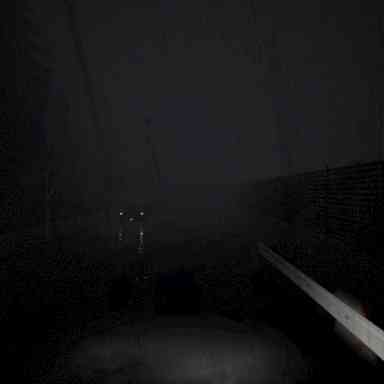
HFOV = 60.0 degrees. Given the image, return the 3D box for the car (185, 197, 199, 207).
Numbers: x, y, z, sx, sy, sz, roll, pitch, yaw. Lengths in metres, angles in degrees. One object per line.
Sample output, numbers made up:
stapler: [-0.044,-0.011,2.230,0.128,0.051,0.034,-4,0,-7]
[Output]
car: [-0.026,1.458,48.895,2.033,1.411,5.357,0,0,-4]

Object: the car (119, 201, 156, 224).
car: [-4.101,1.555,24.776,1.895,1.301,4.718,0,0,0]

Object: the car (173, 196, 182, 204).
car: [-3.921,1.372,58.587,5.008,1.535,1.882,0,0,40]

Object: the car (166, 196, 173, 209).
car: [-4.015,1.482,44.524,1.994,1.385,4.181,0,0,0]

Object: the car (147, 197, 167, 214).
car: [-4.065,1.484,34.538,2.033,1.411,5.357,0,0,0]
